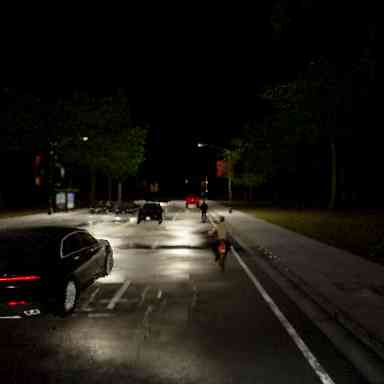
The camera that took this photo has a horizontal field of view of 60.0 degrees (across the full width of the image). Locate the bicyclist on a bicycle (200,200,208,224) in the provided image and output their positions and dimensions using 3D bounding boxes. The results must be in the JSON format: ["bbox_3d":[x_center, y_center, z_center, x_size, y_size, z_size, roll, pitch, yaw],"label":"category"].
[{"bbox_3d":[0.893,1.504,24.825,0.659,1.776,1.843,0,0,0],"label":"bicyclist on a bicycle"}]

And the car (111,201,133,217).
[{"bbox_3d":[-6.598,1.710,34.227,1.812,1.442,4.674,0,0,0],"label":"car"}]

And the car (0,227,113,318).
[{"bbox_3d":[-3.150,1.546,7.523,1.837,1.490,4.892,0,0,0],"label":"car"}]

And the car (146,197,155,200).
[{"bbox_3d":[-9.752,1.790,78.227,1.994,1.385,4.181,0,0,0],"label":"car"}]

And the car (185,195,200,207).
[{"bbox_3d":[0.100,1.521,55.906,2.150,2.045,5.566,0,-1,0],"label":"car"}]

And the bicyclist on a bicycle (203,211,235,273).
[{"bbox_3d":[0.875,1.490,9.868,0.866,1.612,1.509,0,0,0],"label":"bicyclist on a bicycle"}]

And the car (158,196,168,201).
[{"bbox_3d":[-6.502,1.715,74.792,2.097,1.767,4.553,0,0,0],"label":"car"}]

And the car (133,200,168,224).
[{"bbox_3d":[-3.150,1.646,26.300,1.837,1.490,4.892,0,0,0],"label":"car"}]

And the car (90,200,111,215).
[{"bbox_3d":[-9.846,1.704,36.798,1.837,1.490,4.892,0,0,0],"label":"car"}]
